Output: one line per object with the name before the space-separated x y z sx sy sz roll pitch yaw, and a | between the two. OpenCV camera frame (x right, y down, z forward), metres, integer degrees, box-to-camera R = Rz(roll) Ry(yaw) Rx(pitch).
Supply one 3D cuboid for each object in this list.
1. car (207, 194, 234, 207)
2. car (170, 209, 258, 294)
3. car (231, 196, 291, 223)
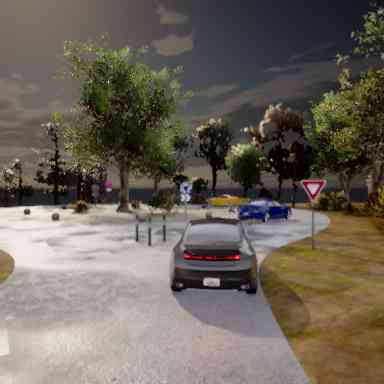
car | 4.075 1.069 42.144 1.882 1.535 5.008 1 0 -44
car | 0.605 1.419 8.619 1.837 1.490 4.892 0 0 6
car | 5.210 1.249 23.510 1.882 1.535 5.008 2 2 43
